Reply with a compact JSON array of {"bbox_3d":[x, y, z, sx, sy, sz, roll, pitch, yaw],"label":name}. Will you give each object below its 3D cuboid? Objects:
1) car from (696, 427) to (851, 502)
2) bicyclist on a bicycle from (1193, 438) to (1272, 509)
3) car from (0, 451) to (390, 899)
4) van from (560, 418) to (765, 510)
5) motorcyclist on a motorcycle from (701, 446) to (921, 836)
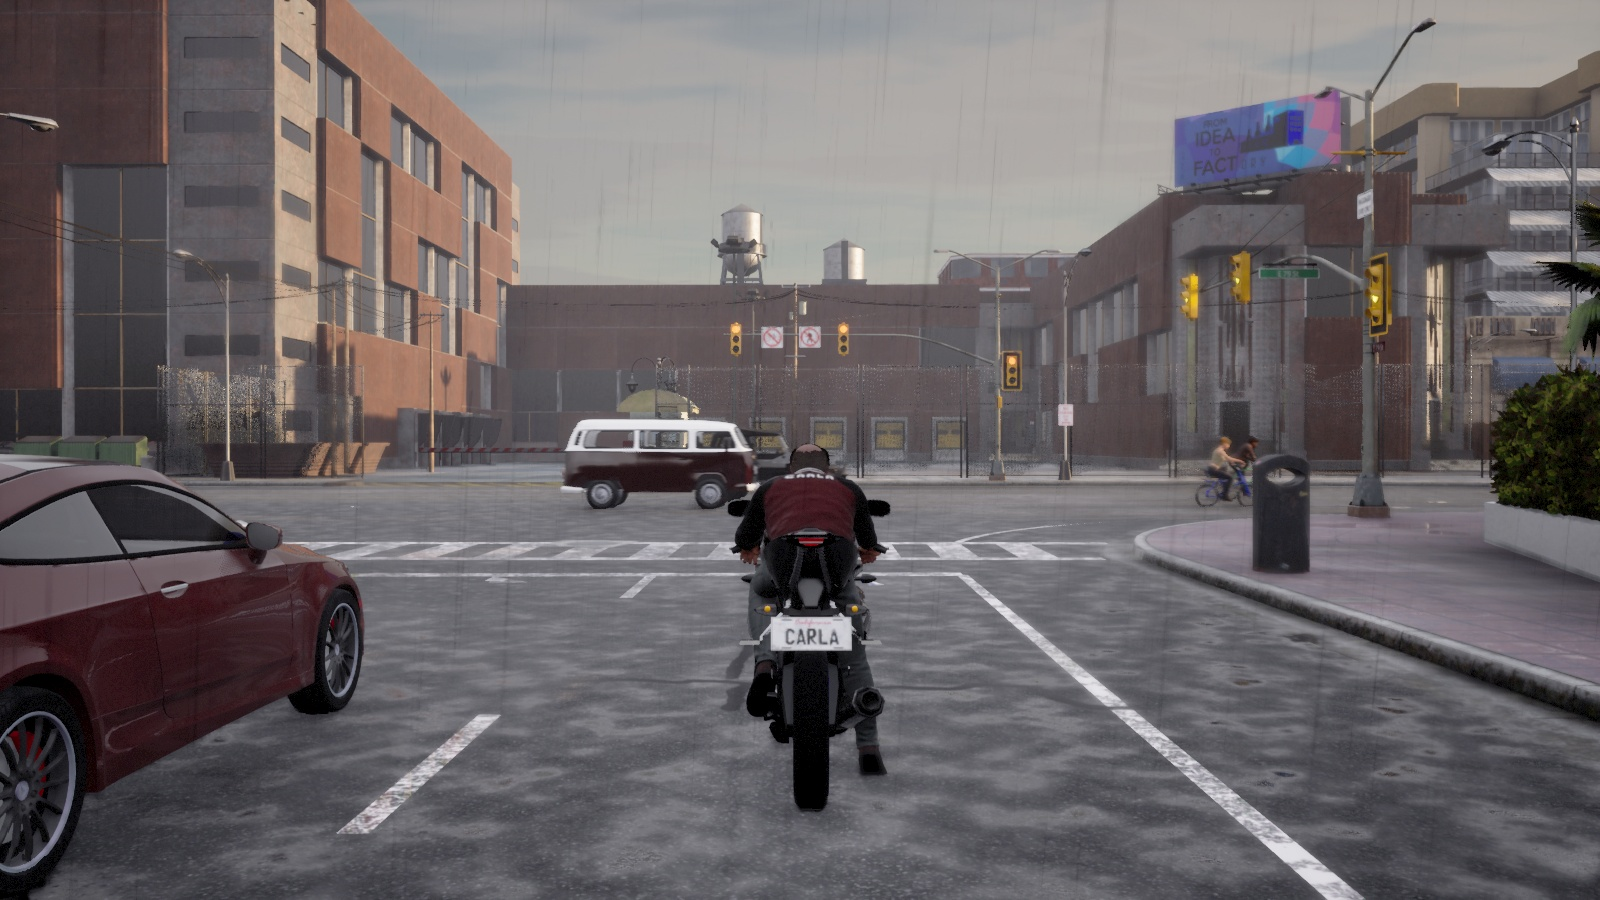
[{"bbox_3d":[-0.648,0.359,32.384,3.866,1.878,1.905,0,0,1],"label":"car"},{"bbox_3d":[9.871,0.529,28.723,1.509,1.612,0.866,0,1,1],"label":"bicyclist on a bicycle"},{"bbox_3d":[-3.445,0.739,5.441,1.812,1.442,4.674,0,0,0],"label":"car"},{"bbox_3d":[-3.090,0.304,28.916,4.480,2.038,2.069,0,0,1],"label":"van"},{"bbox_3d":[0.045,0.747,6.037,0.866,1.530,2.191,0,0,0],"label":"motorcyclist on a motorcycle"}]
